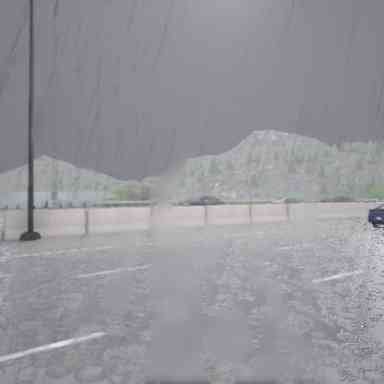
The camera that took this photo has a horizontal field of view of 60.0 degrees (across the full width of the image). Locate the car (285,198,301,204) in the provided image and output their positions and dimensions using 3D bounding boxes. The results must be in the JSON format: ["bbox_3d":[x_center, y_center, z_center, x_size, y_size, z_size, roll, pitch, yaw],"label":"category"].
[{"bbox_3d":[8.166,1.241,29.492,4.674,1.442,1.812,0,1,-28],"label":"car"}]

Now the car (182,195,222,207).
[{"bbox_3d":[1.022,1.107,33.532,4.892,1.490,1.837,0,1,-30],"label":"car"}]

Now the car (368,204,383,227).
[{"bbox_3d":[12.810,1.350,20.062,5.008,1.535,1.882,0,0,-28],"label":"car"}]
